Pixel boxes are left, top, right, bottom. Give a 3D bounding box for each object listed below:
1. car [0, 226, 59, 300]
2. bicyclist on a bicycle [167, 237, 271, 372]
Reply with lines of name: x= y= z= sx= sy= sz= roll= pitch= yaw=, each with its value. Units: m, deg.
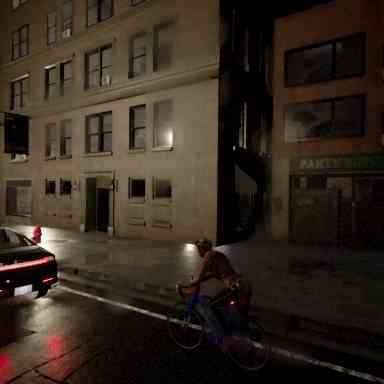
car: x=-4.882 y=1.490 z=7.214 sx=4.902 sy=1.511 sz=2.128 roll=0 pitch=0 yaw=36
bicyclist on a bicycle: x=0.288 y=1.452 z=4.473 sx=1.656 sy=1.620 sz=0.582 roll=0 pitch=0 yaw=36
